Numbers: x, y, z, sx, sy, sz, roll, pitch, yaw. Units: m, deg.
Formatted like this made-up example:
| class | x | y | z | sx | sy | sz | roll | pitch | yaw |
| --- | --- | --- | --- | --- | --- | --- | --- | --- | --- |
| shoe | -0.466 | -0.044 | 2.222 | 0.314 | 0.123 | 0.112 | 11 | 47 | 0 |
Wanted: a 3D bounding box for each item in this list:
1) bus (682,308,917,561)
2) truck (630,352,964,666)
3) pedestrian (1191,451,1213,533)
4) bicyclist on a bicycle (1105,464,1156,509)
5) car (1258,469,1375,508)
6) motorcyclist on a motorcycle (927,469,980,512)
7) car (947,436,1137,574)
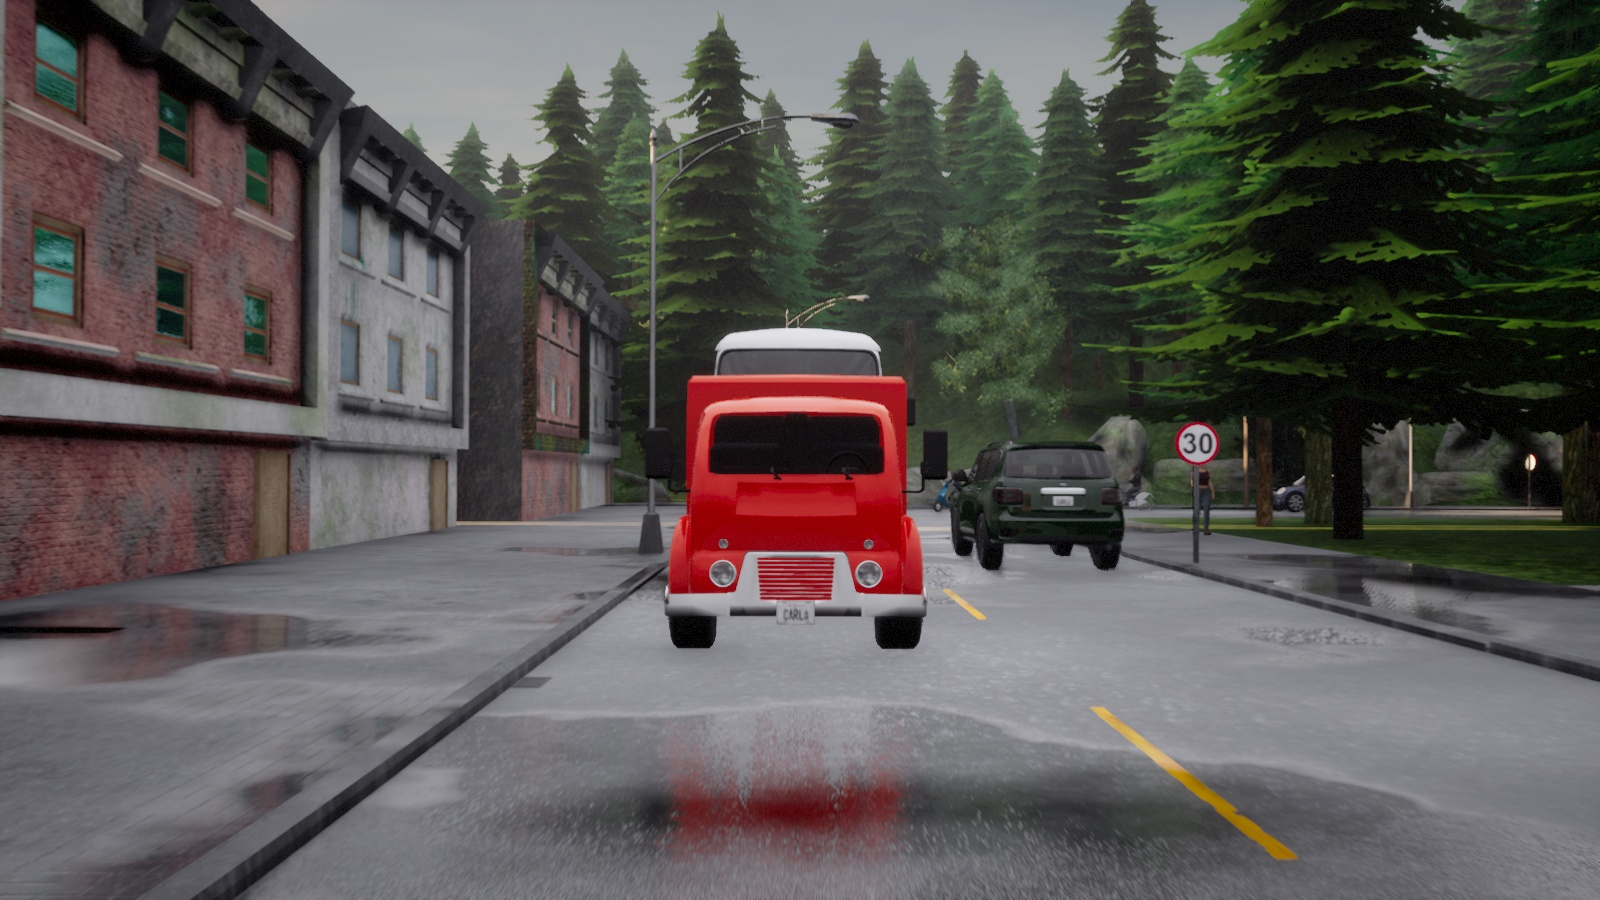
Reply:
| class | x | y | z | sx | sy | sz | roll | pitch | yaw |
| --- | --- | --- | --- | --- | --- | --- | --- | --- | --- |
| bus | -0.094 | -0.132 | 26.294 | 3.944 | 4.253 | 10.273 | 0 | -1 | -1 |
| truck | -0.032 | 0.545 | 12.513 | 2.627 | 2.467 | 5.204 | 0 | -2 | 0 |
| pedestrian | 9.101 | 0.952 | 28.425 | 0.345 | 1.836 | 0.594 | 0 | -1 | 5 |
| bicyclist on a bicycle | 13.089 | 1.446 | 49.811 | 1.843 | 1.776 | 0.659 | 0 | -1 | -2 |
| car | 20.477 | 1.513 | 49.906 | 3.806 | 1.475 | 1.970 | 0 | -1 | -1 |
| motorcyclist on a motorcycle | 5.858 | 1.529 | 47.909 | 1.817 | 1.590 | 0.866 | 0 | -1 | -27 |
| car | 3.947 | 0.870 | 21.567 | 2.150 | 2.045 | 5.566 | 0 | -1 | 0 |
